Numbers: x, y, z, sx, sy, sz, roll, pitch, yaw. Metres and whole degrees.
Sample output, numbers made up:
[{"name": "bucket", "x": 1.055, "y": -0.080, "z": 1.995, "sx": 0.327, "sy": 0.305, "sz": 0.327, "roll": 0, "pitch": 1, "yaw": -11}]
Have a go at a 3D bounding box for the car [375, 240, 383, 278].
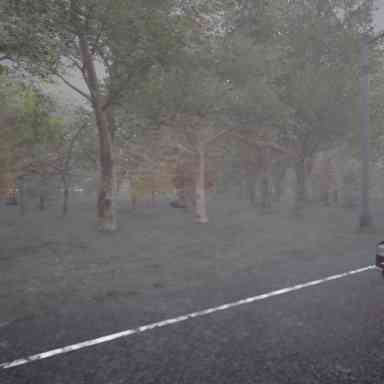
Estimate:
[{"name": "car", "x": 6.538, "y": 1.456, "z": 8.411, "sx": 4.902, "sy": 1.511, "sz": 2.128, "roll": 0, "pitch": 0, "yaw": -36}]
